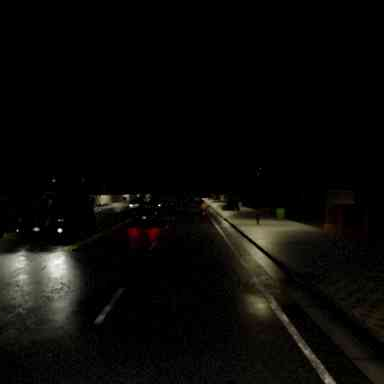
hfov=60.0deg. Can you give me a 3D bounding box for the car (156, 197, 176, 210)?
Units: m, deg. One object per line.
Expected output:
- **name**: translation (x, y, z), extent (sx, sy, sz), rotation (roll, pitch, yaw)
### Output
- **car**: translation (-3.138, 1.543, 43.543), extent (2.033, 1.411, 5.357), rotation (0, 0, 0)

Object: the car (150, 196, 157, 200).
- **car**: translation (-6.520, 1.522, 59.163), extent (1.812, 1.442, 4.674), rotation (0, 0, 1)

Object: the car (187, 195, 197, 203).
- **car**: translation (0.084, 1.558, 67.121), extent (1.994, 1.385, 4.181), rotation (0, 0, 0)

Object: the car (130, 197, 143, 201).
- **car**: translation (-9.762, 1.543, 59.164), extent (2.033, 1.411, 5.357), rotation (0, 0, 1)

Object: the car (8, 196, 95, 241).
- **car**: translation (-6.594, 1.218, 16.855), extent (2.150, 2.045, 5.566), rotation (0, 0, 0)

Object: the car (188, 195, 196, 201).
- **car**: translation (0.026, 1.546, 81.376), extent (2.033, 1.411, 5.357), rotation (0, 0, 0)

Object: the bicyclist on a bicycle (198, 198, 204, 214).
- **bicyclist on a bicycle**: translation (0.904, 1.449, 34.302), extent (0.582, 1.620, 1.656), rotation (0, 0, 0)

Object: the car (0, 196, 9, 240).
- **car**: translation (-9.844, 1.218, 16.876), extent (2.150, 2.045, 5.566), rotation (0, 0, 0)

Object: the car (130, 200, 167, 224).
- **car**: translation (-3.142, 1.522, 24.269), extent (1.812, 1.442, 4.674), rotation (0, 0, 0)

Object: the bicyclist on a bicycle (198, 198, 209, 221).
- **bicyclist on a bicycle**: translation (0.901, 1.431, 25.747), extent (0.866, 1.612, 1.509), rotation (0, 2, 0)
